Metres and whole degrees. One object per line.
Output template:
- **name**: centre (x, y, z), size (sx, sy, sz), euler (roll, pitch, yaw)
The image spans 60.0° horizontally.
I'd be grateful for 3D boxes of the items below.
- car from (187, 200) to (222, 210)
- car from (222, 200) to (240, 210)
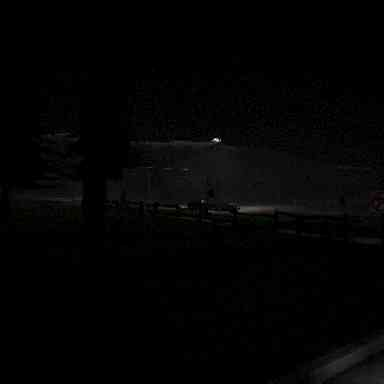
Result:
- **car**: centre (1.422, 1.859, 47.906), size (2.033, 1.411, 5.357), euler (1, 0, -35)
- **car**: centre (5.072, 1.874, 48.771), size (1.812, 1.442, 4.674), euler (1, -1, -35)
